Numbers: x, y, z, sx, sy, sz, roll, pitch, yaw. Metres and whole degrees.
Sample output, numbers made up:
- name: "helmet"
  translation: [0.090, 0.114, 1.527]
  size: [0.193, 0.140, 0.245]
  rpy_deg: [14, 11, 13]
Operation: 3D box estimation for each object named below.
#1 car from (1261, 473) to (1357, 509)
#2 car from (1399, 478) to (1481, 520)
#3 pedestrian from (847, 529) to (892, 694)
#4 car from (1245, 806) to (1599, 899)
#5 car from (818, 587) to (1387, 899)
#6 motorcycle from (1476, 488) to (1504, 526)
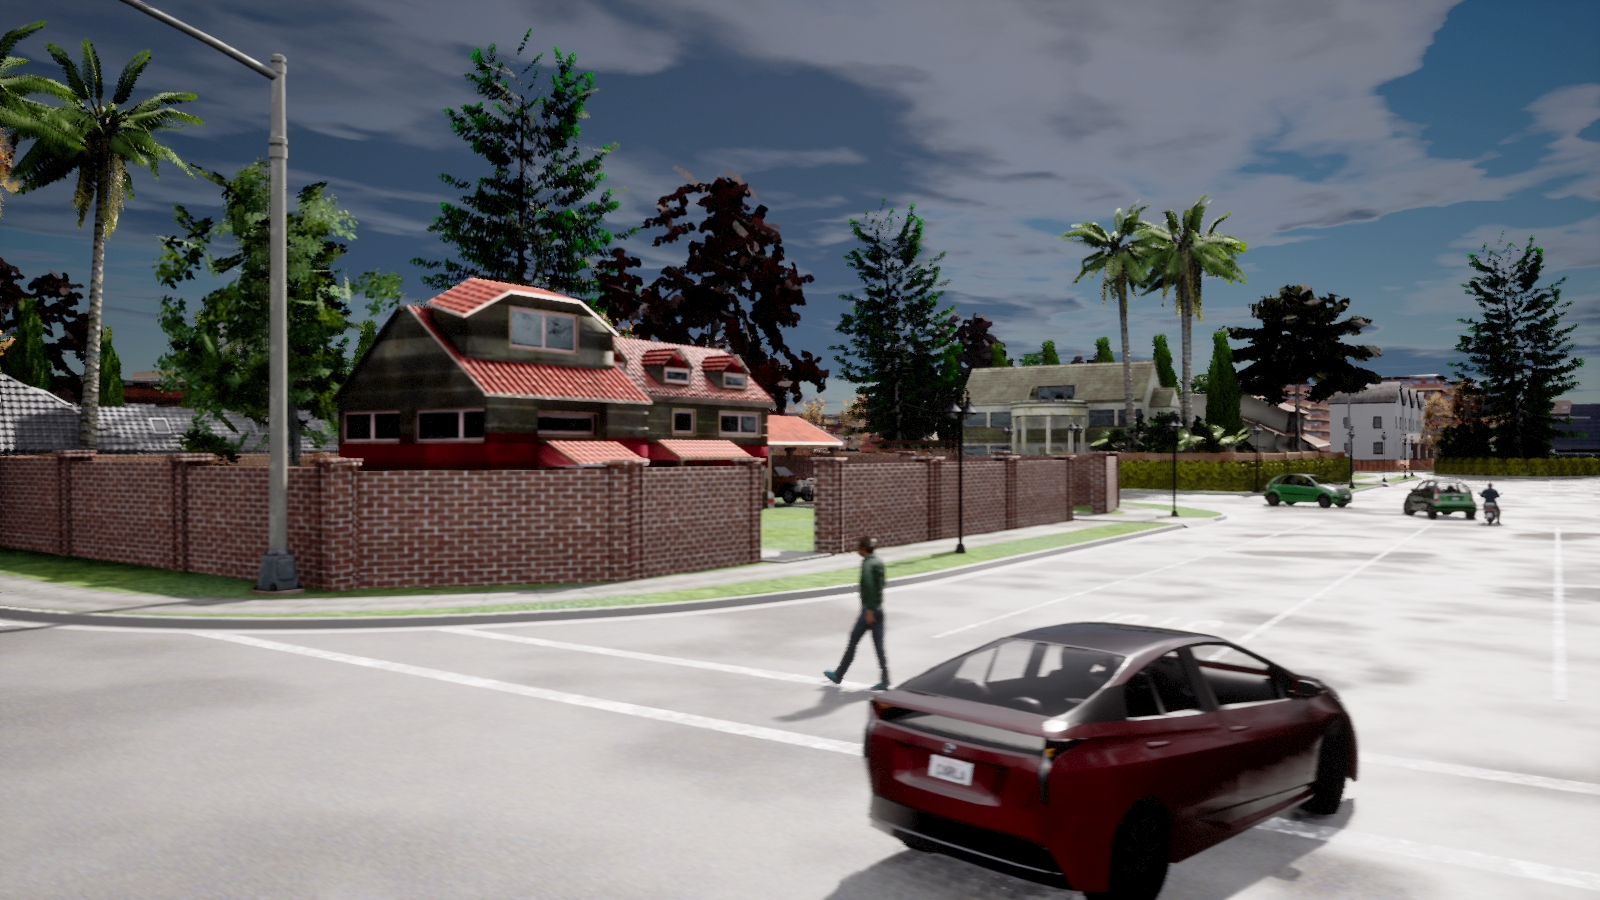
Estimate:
- name: "car"
  translation: [25.185, 2.004, 56.632]
  size: [1.851, 1.617, 3.988]
  rpy_deg: [0, 0, -35]
- name: "car"
  translation: [27.326, 2.057, 48.915]
  size: [1.851, 1.617, 3.988]
  rpy_deg: [0, 0, 10]
- name: "pedestrian"
  translation: [0.814, 1.872, 13.358]
  size: [0.375, 1.860, 0.375]
  rpy_deg: [0, 0, 36]
- name: "car"
  translation: [3.483, 2.102, 1.857]
  size: [2.033, 1.411, 5.357]
  rpy_deg: [0, 0, -44]
- name: "car"
  translation: [2.441, 2.042, 8.424]
  size: [4.514, 1.525, 2.007]
  rpy_deg: [0, 0, -44]
- name: "motorcycle"
  translation: [26.545, 2.180, 43.940]
  size: [0.856, 1.341, 1.805]
  rpy_deg: [0, 0, 33]
